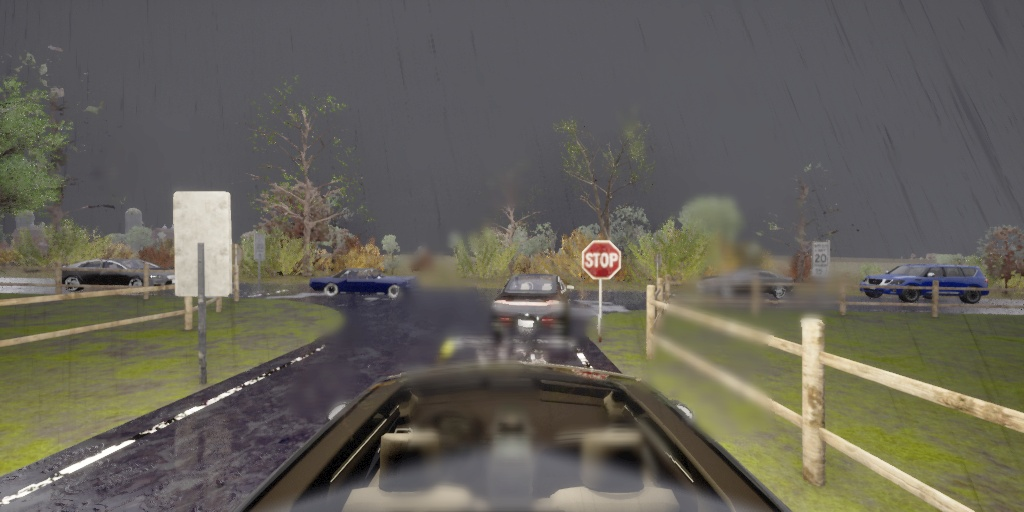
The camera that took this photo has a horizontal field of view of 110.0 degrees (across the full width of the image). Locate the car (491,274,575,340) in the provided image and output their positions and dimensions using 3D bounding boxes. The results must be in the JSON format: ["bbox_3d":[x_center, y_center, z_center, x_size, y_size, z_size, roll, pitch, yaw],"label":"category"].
[{"bbox_3d":[0.705,1.240,10.065,2.128,1.511,4.902,0,0,9],"label":"car"}]

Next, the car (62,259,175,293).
[{"bbox_3d":[-18.492,0.885,17.111,4.902,1.511,2.128,1,1,0],"label":"car"}]

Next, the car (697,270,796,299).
[{"bbox_3d":[13.002,1.525,20.025,4.902,1.511,2.128,1,1,0],"label":"car"}]

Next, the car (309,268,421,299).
[{"bbox_3d":[-6.824,1.248,17.095,4.718,1.301,1.895,1,1,0],"label":"car"}]

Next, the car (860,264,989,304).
[{"bbox_3d":[22.897,1.466,20.015,5.566,2.045,2.150,1,1,0],"label":"car"}]
